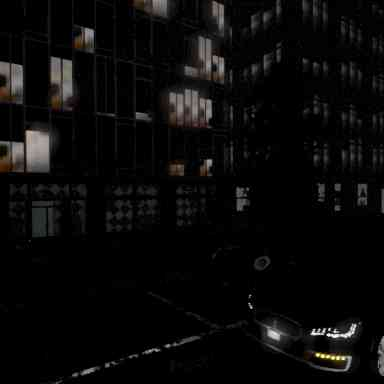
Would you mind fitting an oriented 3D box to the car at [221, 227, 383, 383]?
[{"bbox_3d":[2.984,1.504,5.494,4.892,1.490,1.837,0,0,-35],"label":"car"}]

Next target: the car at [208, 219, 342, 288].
[{"bbox_3d":[2.344,1.439,8.225,4.097,1.590,1.967,0,-1,-35],"label":"car"}]
